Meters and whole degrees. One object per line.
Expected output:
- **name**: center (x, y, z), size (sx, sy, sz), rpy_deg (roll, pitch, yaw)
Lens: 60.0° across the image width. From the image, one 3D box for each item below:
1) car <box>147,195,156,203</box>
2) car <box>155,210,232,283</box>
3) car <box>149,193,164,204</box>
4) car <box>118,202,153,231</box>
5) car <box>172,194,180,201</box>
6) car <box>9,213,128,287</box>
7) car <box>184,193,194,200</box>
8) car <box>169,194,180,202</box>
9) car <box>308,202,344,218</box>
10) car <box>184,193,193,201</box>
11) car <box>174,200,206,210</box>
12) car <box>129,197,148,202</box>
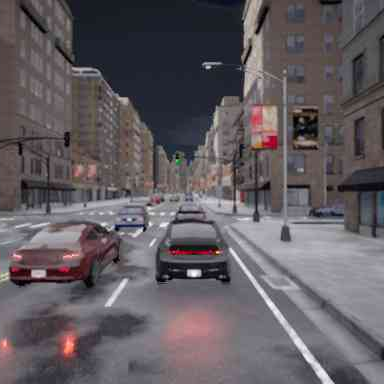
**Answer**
- **car**: center (-7.049, 1.534, 51.113), size (1.812, 1.442, 4.674), rpy_deg (0, 0, 0)
- **car**: center (0.022, 1.513, 9.682), size (1.837, 1.490, 4.892), rpy_deg (0, 0, -1)
- **car**: center (-7.103, 1.226, 61.775), size (2.150, 2.045, 5.566), rpy_deg (0, 0, 0)
- **car**: center (-3.632, 1.558, 20.514), size (2.033, 1.411, 5.357), rpy_deg (0, 0, -6)
- **car**: center (-4.007, 1.303, 82.723), size (1.882, 1.535, 5.008), rpy_deg (0, 0, -1)
- **car**: center (-3.212, 1.532, 9.237), size (1.812, 1.442, 4.674), rpy_deg (0, 0, 0)
- **car**: center (-0.651, 1.523, 72.513), size (1.812, 1.442, 4.674), rpy_deg (0, 0, -1)
- **car**: center (-3.914, 1.544, 72.721), size (1.994, 1.385, 4.181), rpy_deg (0, 0, -1)
- **car**: center (13.555, 1.652, 30.484), size (5.357, 1.411, 2.033), rpy_deg (0, -1, -4)
- **car**: center (-0.757, 1.218, 82.781), size (2.150, 2.045, 5.566), rpy_deg (0, 0, -1)
- **car**: center (-0.092, 1.502, 21.012), size (2.128, 1.511, 4.902), rpy_deg (0, 0, -1)
- **car**: center (-6.965, 1.611, 41.102), size (1.895, 1.301, 4.718), rpy_deg (0, 0, -1)
